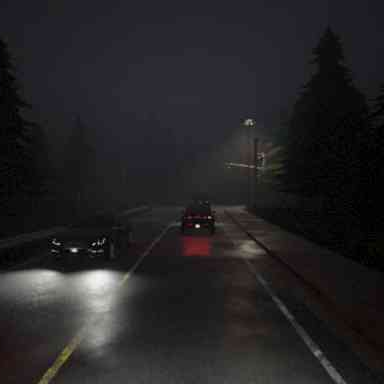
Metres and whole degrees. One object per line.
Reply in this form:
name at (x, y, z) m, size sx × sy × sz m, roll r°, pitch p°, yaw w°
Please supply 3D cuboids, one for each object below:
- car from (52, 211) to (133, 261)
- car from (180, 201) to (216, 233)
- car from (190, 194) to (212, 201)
car at (-3.457, 1.496, 12.349) m, size 1.837 × 1.490 × 4.892 m, roll 0°, pitch 0°, yaw 1°
car at (0.357, 1.490, 19.455) m, size 1.837 × 1.490 × 4.892 m, roll 0°, pitch 0°, yaw 2°
car at (0.993, 1.195, 36.349) m, size 2.150 × 2.045 × 5.566 m, roll 0°, pitch 0°, yaw 3°
